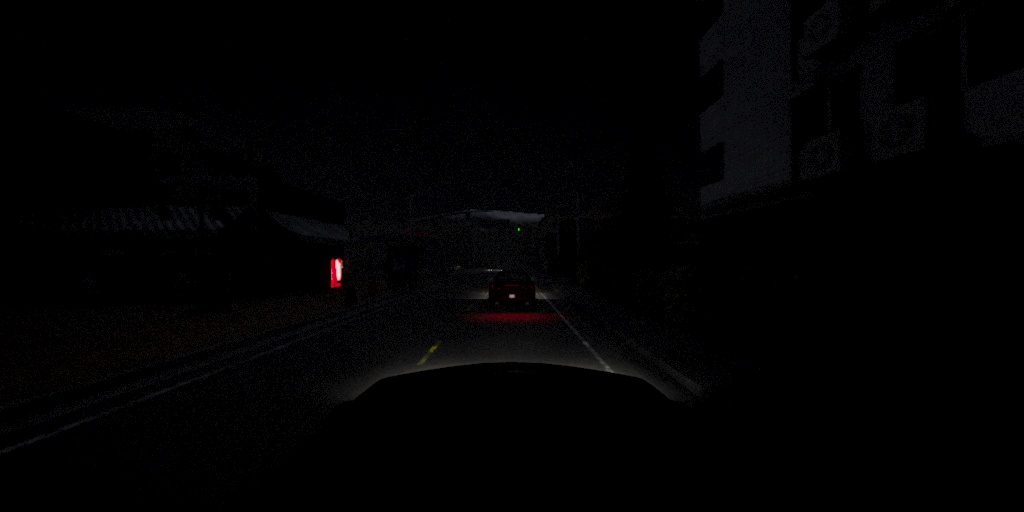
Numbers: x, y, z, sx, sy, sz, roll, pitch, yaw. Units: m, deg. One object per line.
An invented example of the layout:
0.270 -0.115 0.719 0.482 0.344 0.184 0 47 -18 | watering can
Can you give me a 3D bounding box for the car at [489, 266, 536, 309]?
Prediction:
0.021 1.386 16.061 1.882 1.535 5.008 0 0 0 | car
